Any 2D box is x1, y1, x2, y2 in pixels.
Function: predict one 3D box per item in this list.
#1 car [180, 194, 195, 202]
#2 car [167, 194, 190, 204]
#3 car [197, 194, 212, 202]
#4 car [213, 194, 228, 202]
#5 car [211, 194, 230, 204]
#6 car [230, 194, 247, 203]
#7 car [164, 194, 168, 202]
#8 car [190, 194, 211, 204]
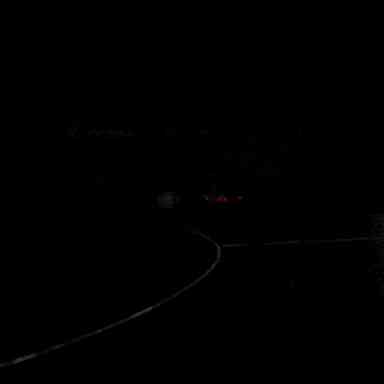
[{"bbox_3d":[-1.004,1.241,66.565,2.033,1.411,5.357,-1,0,-12],"label":"car"},{"bbox_3d":[-2.291,1.248,55.676,2.128,1.511,4.902,-1,0,-12],"label":"car"},{"bbox_3d":[2.420,1.163,67.285,1.837,1.490,4.892,-1,0,-12],"label":"car"},{"bbox_3d":[5.845,1.150,68.005,1.812,1.442,4.674,-1,0,-12],"label":"car"},{"bbox_3d":[4.529,1.288,57.262,1.895,1.301,4.718,-1,0,-12],"label":"car"},{"bbox_3d":[7.959,1.144,57.954,2.128,1.511,4.902,-1,0,-12],"label":"car"},{"bbox_3d":[-4.430,1.219,65.845,2.128,1.511,4.902,-1,0,-12],"label":"car"},{"bbox_3d":[1.150,1.270,56.325,2.033,1.411,5.357,-1,0,-12],"label":"car"}]
